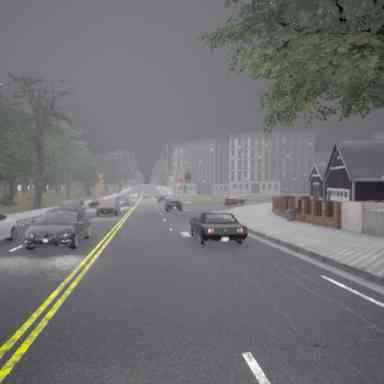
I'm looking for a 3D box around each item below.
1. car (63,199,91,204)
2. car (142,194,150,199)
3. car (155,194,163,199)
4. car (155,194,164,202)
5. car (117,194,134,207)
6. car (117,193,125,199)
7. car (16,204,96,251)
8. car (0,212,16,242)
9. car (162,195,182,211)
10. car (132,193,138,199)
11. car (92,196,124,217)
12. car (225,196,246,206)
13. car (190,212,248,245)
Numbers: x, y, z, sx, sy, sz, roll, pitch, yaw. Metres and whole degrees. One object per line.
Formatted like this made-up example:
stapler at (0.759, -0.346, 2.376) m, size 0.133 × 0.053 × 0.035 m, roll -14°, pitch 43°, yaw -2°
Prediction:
car at (-11.094, 1.468, 31.080) m, size 1.837 × 1.490 × 4.892 m, roll 0°, pitch 0°, yaw -8°
car at (-11.893, 1.168, 86.638) m, size 2.033 × 1.411 × 5.357 m, roll 0°, pitch 1°, yaw -8°
car at (-8.663, 1.154, 87.002) m, size 1.812 × 1.442 × 4.674 m, roll 0°, pitch 1°, yaw -8°
car at (-6.223, 1.336, 68.823) m, size 1.837 × 1.490 × 4.892 m, roll 0°, pitch 0°, yaw -8°
car at (-10.414, 1.421, 50.478) m, size 2.128 × 1.511 × 4.902 m, roll 0°, pitch 0°, yaw -8°
car at (-18.413, 1.140, 86.351) m, size 1.812 × 1.442 × 4.674 m, roll 0°, pitch 1°, yaw -8°
car at (-5.565, 1.491, 14.311) m, size 1.837 × 1.490 × 4.892 m, roll 0°, pitch 0°, yaw -8°
car at (-8.749, 1.512, 13.604) m, size 1.812 × 1.442 × 4.674 m, roll 0°, pitch 0°, yaw -8°
car at (-2.246, 1.450, 39.175) m, size 1.837 × 1.490 × 4.892 m, roll 0°, pitch 0°, yaw -8°
car at (-15.247, 1.086, 87.196) m, size 1.882 × 1.535 × 5.008 m, roll 0°, pitch 1°, yaw -8°
car at (-7.900, 1.441, 31.713) m, size 1.882 × 1.535 × 5.008 m, roll 0°, pitch 0°, yaw -8°
car at (6.710, 1.298, 50.640) m, size 1.882 × 1.535 × 5.008 m, roll 1°, pitch 1°, yaw 28°
car at (1.030, 1.587, 15.542) m, size 1.895 × 1.301 × 4.718 m, roll 0°, pitch 0°, yaw -8°
